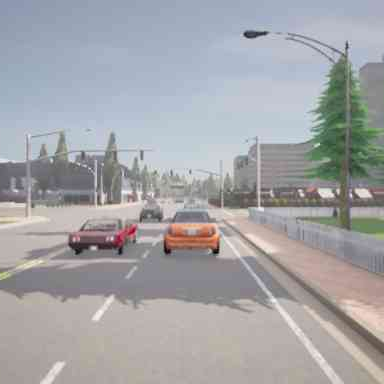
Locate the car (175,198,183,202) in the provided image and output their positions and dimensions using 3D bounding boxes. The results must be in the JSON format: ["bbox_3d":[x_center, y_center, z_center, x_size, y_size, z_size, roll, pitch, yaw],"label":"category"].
[{"bbox_3d":[-3.556,2.349,89.370,1.812,1.442,4.674,0,-1,0],"label":"car"}]

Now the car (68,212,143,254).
[{"bbox_3d":[-3.507,1.734,14.102,1.895,1.301,4.718,0,0,0],"label":"car"}]

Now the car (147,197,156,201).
[{"bbox_3d":[-10.555,2.174,87.223,2.097,1.767,4.553,0,-1,0],"label":"car"}]

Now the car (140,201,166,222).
[{"bbox_3d":[-3.553,1.802,29.375,1.812,1.442,4.674,0,0,-1],"label":"car"}]

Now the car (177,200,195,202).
[{"bbox_3d":[0.040,1.768,29.294,2.128,1.511,4.902,0,0,2],"label":"car"}]

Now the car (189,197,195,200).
[{"bbox_3d":[-0.056,2.348,89.053,2.033,1.411,5.357,0,-1,0],"label":"car"}]

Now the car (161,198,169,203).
[{"bbox_3d":[-7.055,2.343,87.193,1.812,1.442,4.674,0,-1,0],"label":"car"}]

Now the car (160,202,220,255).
[{"bbox_3d":[-0.006,1.483,14.081,2.097,1.767,4.553,0,-1,0],"label":"car"}]
